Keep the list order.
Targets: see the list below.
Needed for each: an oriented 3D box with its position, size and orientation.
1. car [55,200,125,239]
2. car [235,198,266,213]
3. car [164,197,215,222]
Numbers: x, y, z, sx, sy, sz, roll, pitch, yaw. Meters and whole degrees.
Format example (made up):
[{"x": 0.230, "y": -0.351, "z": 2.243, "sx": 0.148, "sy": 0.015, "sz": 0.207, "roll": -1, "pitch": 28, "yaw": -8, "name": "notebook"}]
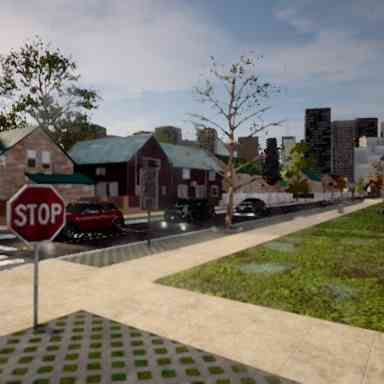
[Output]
[{"x": -5.643, "y": 1.259, "z": 16.909, "sx": 2.097, "sy": 1.767, "sz": 4.553, "roll": 1, "pitch": 1, "yaw": 35, "name": "car"}, {"x": 6.160, "y": 1.322, "z": 34.389, "sx": 1.812, "sy": 1.442, "sz": 4.674, "roll": 1, "pitch": 1, "yaw": 34, "name": "car"}, {"x": -0.106, "y": 1.207, "z": 25.073, "sx": 2.097, "sy": 1.767, "sz": 4.553, "roll": 1, "pitch": 1, "yaw": 34, "name": "car"}]
